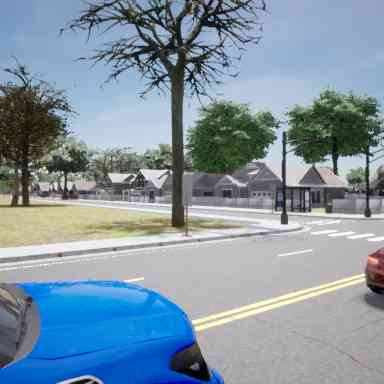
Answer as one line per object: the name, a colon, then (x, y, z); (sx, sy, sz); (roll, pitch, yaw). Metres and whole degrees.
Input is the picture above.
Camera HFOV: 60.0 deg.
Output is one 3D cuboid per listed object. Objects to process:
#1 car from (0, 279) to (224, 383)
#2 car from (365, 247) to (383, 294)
car: (-2.399, 1.222, 1.730); (5.566, 2.045, 2.150); (0, 0, -36)
car: (5.677, 1.525, 7.464); (4.674, 1.442, 1.812); (0, 0, -36)
